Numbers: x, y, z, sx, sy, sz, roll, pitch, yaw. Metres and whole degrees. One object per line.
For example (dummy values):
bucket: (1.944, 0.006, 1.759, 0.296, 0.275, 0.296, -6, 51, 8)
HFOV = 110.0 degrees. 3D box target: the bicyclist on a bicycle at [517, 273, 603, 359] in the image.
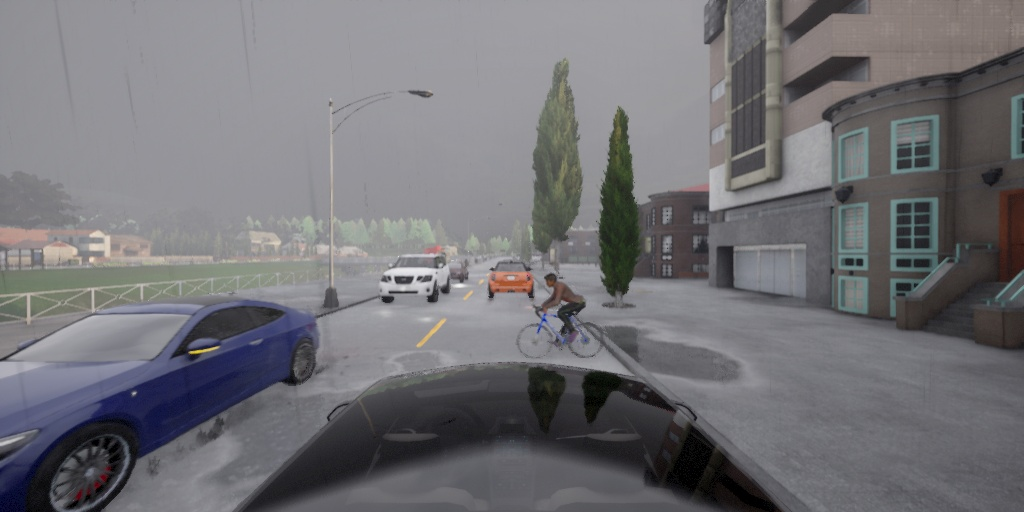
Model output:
bicyclist on a bicycle: (0.903, 1.145, 6.778, 1.656, 1.620, 0.582, -1, 0, 0)

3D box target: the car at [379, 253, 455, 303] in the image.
car: (-4.245, 0.896, 16.577, 2.150, 2.045, 5.566, 0, 0, -1)

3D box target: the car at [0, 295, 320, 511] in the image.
car: (-4.112, 1.262, 4.274, 1.812, 1.442, 4.674, 0, 0, -1)

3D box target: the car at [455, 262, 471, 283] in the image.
car: (-4.325, 1.147, 26.646, 1.812, 1.442, 4.674, 0, 0, 0)

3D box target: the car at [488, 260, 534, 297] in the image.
car: (-0.064, 1.017, 18.227, 2.097, 1.767, 4.553, 0, 0, -1)
